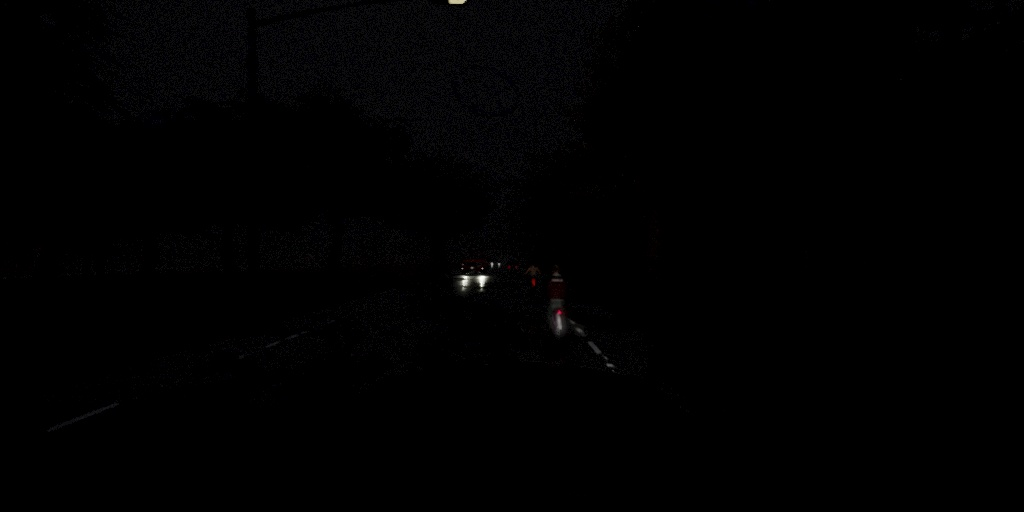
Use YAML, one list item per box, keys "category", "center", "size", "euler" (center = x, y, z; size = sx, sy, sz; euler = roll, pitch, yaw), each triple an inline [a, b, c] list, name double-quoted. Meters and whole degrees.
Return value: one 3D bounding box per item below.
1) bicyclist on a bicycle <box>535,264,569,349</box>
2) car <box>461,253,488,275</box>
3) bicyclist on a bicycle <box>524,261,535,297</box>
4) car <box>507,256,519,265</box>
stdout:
- category: "bicyclist on a bicycle"
  center: [0.966, 1.062, 8.043]
  size: [0.659, 1.776, 1.843]
  euler: [0, 1, 0]
- category: "car"
  center: [-3.580, 0.686, 34.931]
  size: [2.150, 2.045, 5.566]
  euler: [0, 0, 0]
- category: "bicyclist on a bicycle"
  center: [0.979, 1.051, 16.676]
  size: [0.866, 1.612, 1.509]
  euler: [0, 0, 0]
- category: "car"
  center: [0.129, 0.885, 59.696]
  size: [1.895, 1.301, 4.718]
  euler: [0, 0, 0]
